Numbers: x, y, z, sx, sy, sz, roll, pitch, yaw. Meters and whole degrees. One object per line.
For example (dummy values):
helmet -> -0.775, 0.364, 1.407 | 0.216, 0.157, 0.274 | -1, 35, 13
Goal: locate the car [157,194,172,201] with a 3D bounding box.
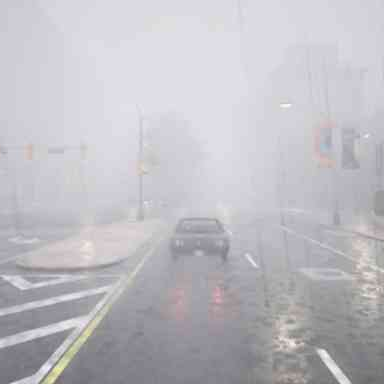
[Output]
car -> -6.460, 1.527, 79.330 | 1.895, 1.301, 4.718 | 0, 0, 1

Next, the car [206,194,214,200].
car -> 5.357, 1.448, 95.333 | 2.128, 1.511, 4.902 | 0, 0, 1

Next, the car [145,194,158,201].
car -> -9.960, 1.524, 79.392 | 1.895, 1.301, 4.718 | 0, 0, 1

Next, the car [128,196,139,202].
car -> -13.283, 1.524, 75.666 | 1.895, 1.301, 4.718 | 0, 0, 1

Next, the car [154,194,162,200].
car -> -9.652, 1.413, 95.008 | 1.837, 1.490, 4.892 | 0, 0, 1

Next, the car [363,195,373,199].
car -> 39.429, 1.452, 76.023 | 2.231, 1.521, 4.892 | 0, 0, 1

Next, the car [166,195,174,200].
car -> -6.153, 1.468, 94.942 | 1.994, 1.385, 4.181 | 0, 0, 1

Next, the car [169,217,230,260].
car -> 0.284, 1.591, 12.435 | 1.895, 1.301, 4.718 | 0, 0, 2

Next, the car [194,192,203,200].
car -> 1.851, 1.145, 95.015 | 2.150, 2.045, 5.566 | 0, 0, 1
